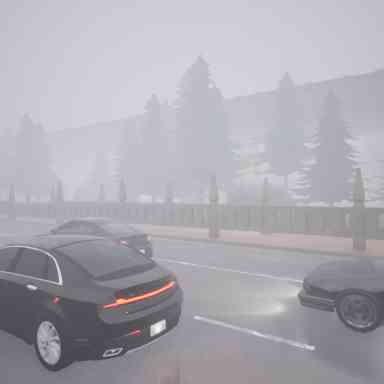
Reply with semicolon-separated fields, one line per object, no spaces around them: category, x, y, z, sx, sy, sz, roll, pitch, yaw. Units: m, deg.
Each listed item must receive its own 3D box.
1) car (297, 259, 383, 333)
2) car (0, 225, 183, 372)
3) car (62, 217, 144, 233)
car;4.510;1.547;5.075;5.357;1.411;2.033;0;0;35
car;-2.411;1.505;5.707;4.892;1.490;1.837;0;0;35
car;-3.305;1.526;10.637;4.674;1.442;1.812;0;0;35
